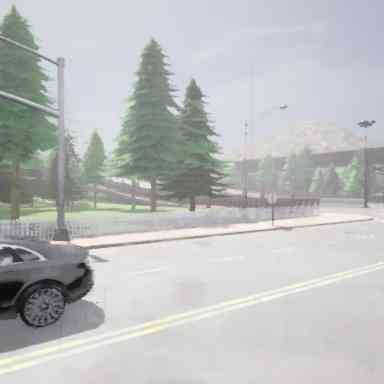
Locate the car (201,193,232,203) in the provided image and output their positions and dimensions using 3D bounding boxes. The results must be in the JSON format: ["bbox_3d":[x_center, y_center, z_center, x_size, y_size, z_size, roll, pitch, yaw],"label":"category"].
[{"bbox_3d":[3.664,1.086,55.075,2.033,1.411,5.357,0,3,-37],"label":"car"}]

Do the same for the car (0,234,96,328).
[{"bbox_3d":[-4.079,1.491,5.380,4.902,1.511,2.128,0,0,-35],"label":"car"}]

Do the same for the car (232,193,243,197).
[{"bbox_3d":[6.548,1.049,57.084,1.837,1.490,4.892,0,4,-37],"label":"car"}]

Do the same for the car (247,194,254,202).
[{"bbox_3d":[9.328,1.026,59.226,2.128,1.511,4.902,0,3,-37],"label":"car"}]
